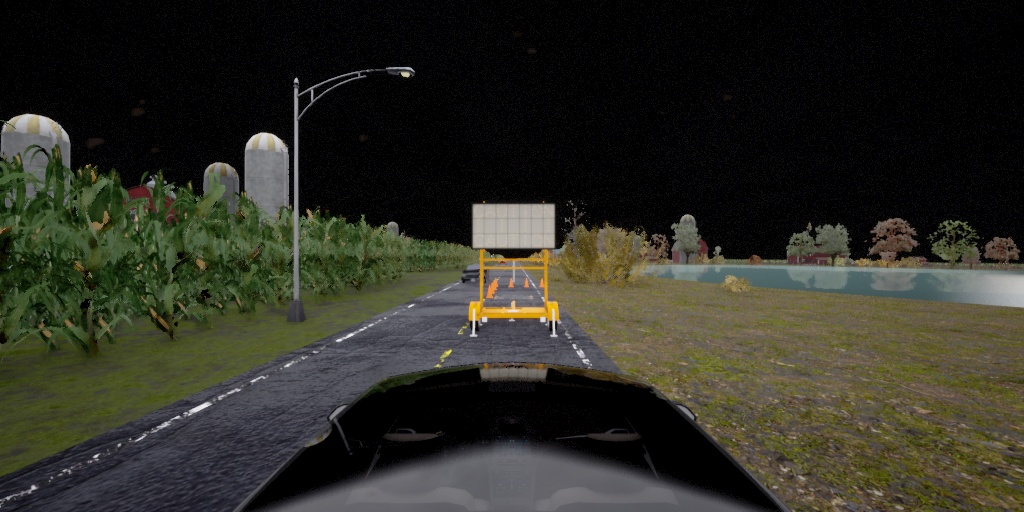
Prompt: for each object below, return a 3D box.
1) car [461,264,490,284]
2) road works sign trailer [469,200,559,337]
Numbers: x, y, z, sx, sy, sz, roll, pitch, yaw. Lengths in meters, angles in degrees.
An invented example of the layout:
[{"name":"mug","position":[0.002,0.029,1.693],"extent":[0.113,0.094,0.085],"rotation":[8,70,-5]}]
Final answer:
[{"name":"car","position":[-2.709,1.320,27.750],"extent":[2.033,1.411,5.357],"rotation":[0,0,0]},{"name":"road works sign trailer","position":[0.051,0.217,10.295],"extent":[2.380,3.560,2.880],"rotation":[0,0,0]}]
